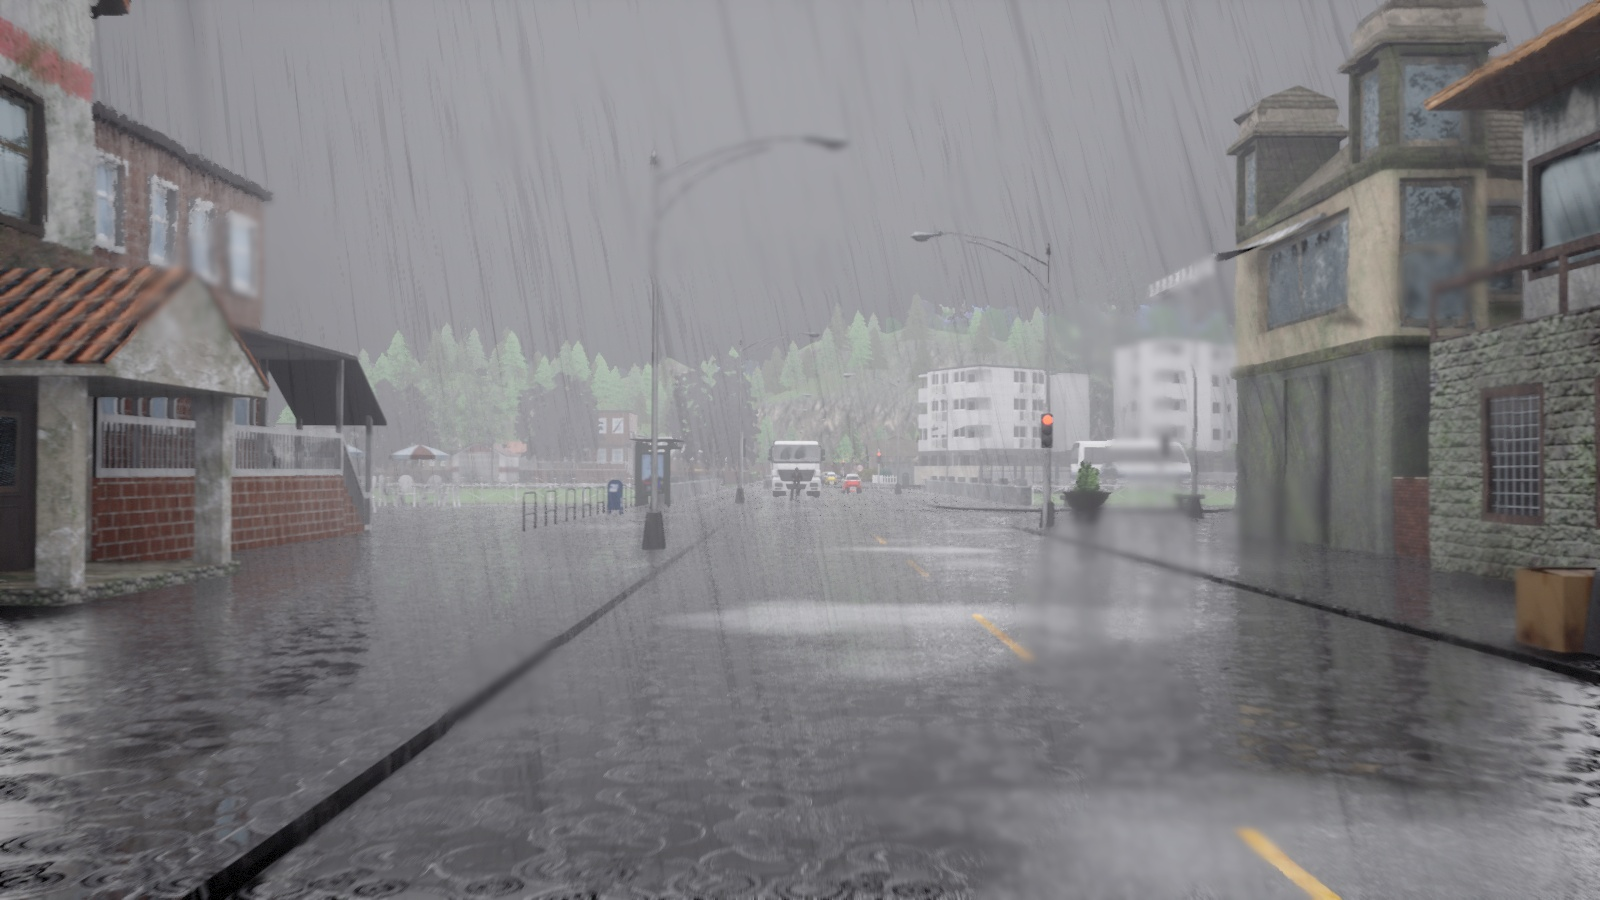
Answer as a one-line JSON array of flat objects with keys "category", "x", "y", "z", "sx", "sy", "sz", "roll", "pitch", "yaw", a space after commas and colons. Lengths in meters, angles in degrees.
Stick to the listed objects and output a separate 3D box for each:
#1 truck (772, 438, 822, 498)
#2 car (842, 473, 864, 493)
[{"category": "truck", "x": -0.203, "y": 1.125, "z": 77.142, "sx": 2.891, "sy": 3.462, "sz": 7.936, "roll": 0, "pitch": -1, "yaw": 0}, {"category": "car", "x": 3.763, "y": 2.359, "z": 89.810, "sx": 1.481, "sy": 1.376, "sz": 2.207, "roll": 0, "pitch": -1, "yaw": 0}]
